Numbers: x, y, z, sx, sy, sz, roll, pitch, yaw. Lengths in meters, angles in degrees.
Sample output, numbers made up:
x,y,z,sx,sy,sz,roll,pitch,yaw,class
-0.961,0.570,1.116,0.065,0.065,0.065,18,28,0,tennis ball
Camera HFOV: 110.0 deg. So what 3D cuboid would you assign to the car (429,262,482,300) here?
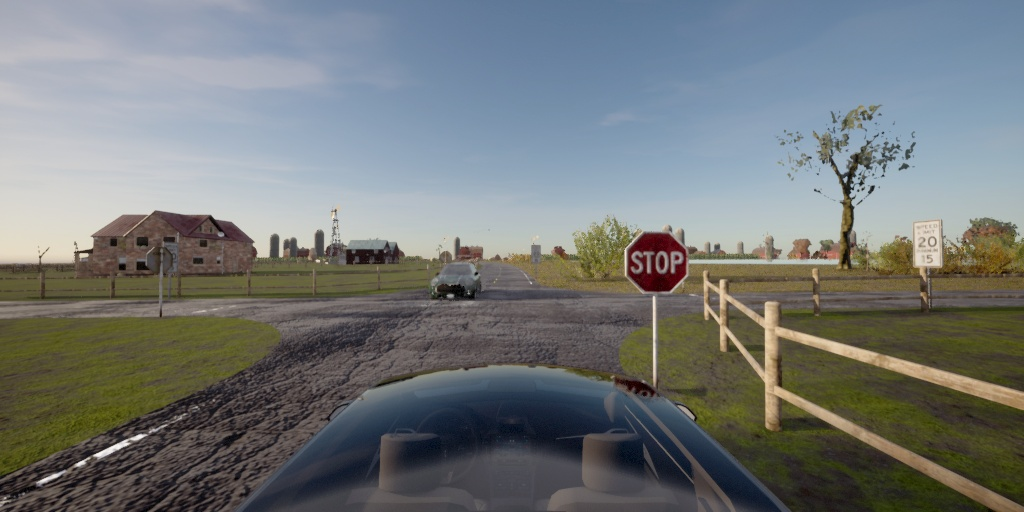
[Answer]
x,y,z,sx,sy,sz,roll,pitch,yaw,class
-2.730,1.158,18.181,2.097,1.767,4.553,0,1,0,car
